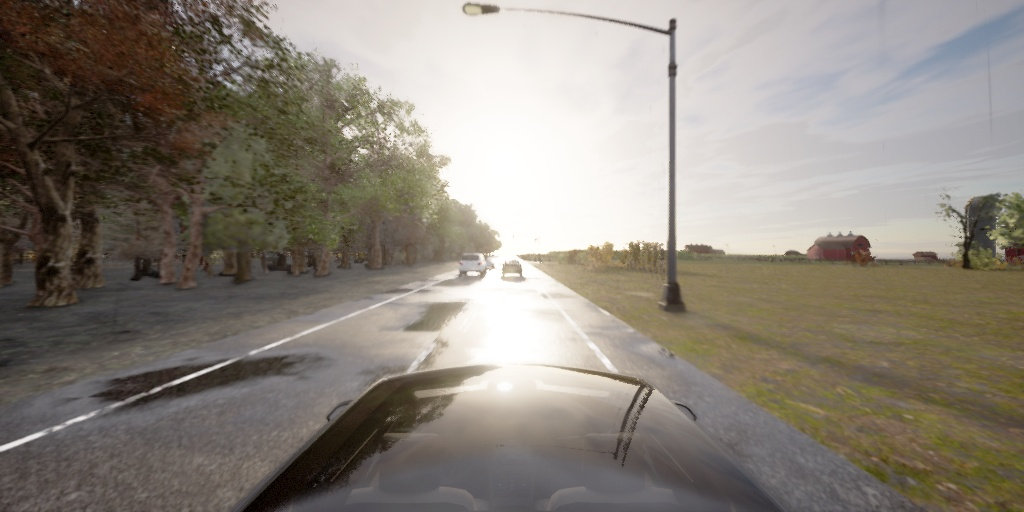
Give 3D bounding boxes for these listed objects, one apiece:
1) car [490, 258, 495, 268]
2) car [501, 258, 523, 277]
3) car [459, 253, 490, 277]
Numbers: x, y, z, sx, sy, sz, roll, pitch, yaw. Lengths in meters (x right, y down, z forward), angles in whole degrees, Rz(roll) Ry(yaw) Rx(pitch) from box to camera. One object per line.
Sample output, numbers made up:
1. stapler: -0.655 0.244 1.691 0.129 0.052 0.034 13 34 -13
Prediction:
1. car: -3.423 0.961 50.044 1.812 1.442 4.674 0 1 0
2. car: 0.023 1.046 32.461 2.128 1.511 4.902 0 0 0
3. car: -3.477 0.777 32.646 2.150 2.045 5.566 0 1 0
